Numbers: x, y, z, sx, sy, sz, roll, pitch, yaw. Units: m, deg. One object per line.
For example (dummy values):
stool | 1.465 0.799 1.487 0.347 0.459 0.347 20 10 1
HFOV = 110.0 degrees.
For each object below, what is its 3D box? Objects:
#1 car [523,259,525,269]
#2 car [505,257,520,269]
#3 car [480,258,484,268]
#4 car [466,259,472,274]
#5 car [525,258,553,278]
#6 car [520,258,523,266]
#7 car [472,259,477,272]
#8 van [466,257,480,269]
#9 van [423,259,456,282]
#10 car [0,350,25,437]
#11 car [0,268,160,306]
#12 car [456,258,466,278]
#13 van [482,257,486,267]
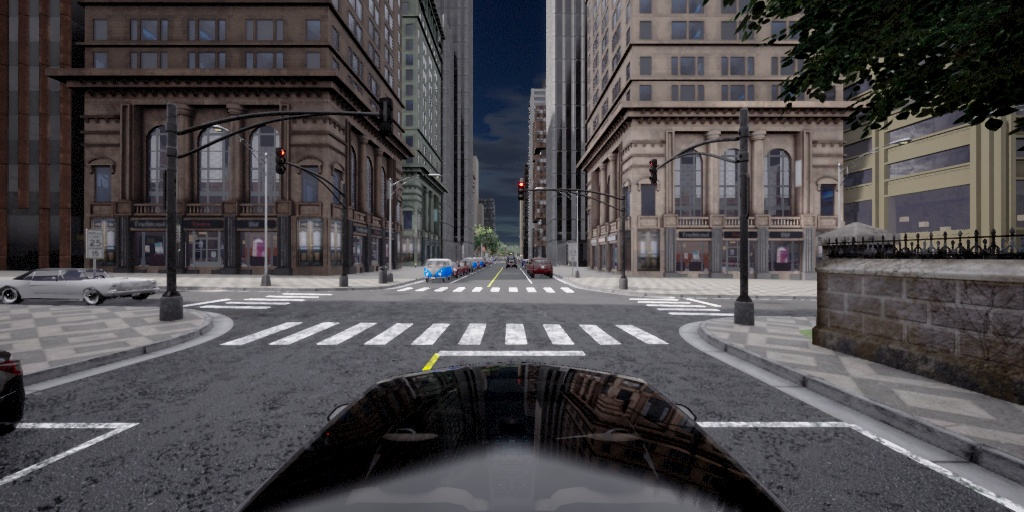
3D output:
car | 2.691 1.092 39.350 2.192 1.841 5.009 0 0 0
car | -0.058 1.312 59.099 1.837 1.490 4.892 0 0 1
car | -5.866 1.347 55.649 1.888 1.381 4.507 0 0 0
car | -5.834 1.322 39.324 1.888 1.381 4.507 0 0 0
car | 2.701 1.085 33.909 2.192 1.841 5.009 0 0 0
car | 2.660 1.352 55.672 2.007 1.370 4.403 0 0 0
car | -5.845 1.351 44.766 1.948 1.339 4.313 0 0 0
van | -5.855 1.134 50.207 1.690 1.789 3.998 0 0 0
van | -5.814 1.105 28.443 1.690 1.789 3.998 0 0 0
car | -5.762 1.316 1.786 1.948 1.339 4.313 0 0 0
car | -16.564 1.120 13.688 4.718 1.301 1.895 1 0 0
car | -5.824 1.210 33.884 1.967 1.591 4.097 0 0 0
van | -5.876 1.151 61.090 1.690 1.789 3.998 0 0 0
